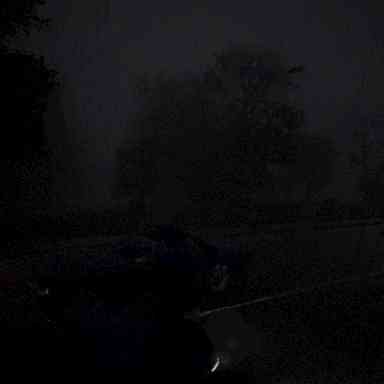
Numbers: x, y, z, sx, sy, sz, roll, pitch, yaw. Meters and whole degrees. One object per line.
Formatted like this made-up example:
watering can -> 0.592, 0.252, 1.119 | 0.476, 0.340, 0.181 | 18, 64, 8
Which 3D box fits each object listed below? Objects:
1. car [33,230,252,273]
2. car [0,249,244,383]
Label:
car -> -1.017, 1.578, 7.370 | 4.718, 1.301, 1.895 | 0, 0, -33
car -> -1.804, 1.518, 2.315 | 4.674, 1.442, 1.812 | 0, 0, -35
